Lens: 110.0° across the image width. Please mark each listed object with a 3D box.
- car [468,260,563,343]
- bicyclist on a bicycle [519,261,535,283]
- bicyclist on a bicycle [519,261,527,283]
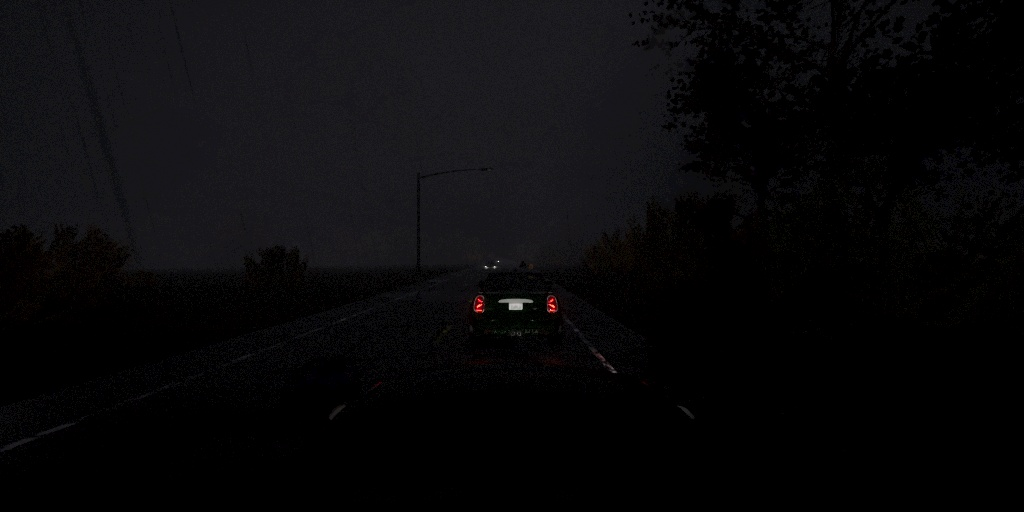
[{"bbox_3d":[0.073,1.099,9.783,2.097,1.767,4.553,0,0,0],"label":"car"},{"bbox_3d":[0.905,1.181,17.127,0.866,1.612,1.509,0,0,0],"label":"bicyclist on a bicycle"},{"bbox_3d":[0.843,1.193,27.244,0.582,1.620,1.656,0,0,0],"label":"bicyclist on a bicycle"}]
